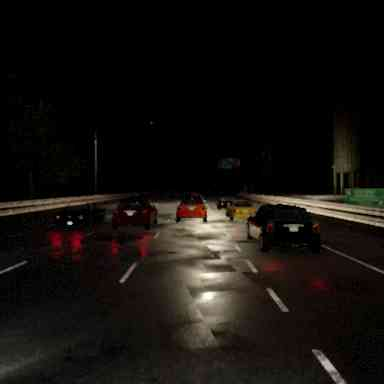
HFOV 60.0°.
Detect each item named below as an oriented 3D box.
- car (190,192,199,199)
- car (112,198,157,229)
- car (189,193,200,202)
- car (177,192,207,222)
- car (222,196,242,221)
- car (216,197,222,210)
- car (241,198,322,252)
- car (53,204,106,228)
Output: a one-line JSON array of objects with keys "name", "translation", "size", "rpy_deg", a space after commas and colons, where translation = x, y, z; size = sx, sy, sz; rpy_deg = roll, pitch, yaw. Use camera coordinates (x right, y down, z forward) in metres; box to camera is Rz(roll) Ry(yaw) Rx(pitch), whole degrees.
[{"name": "car", "translation": [0.535, 0.662, 74.296], "size": [1.812, 1.442, 4.674], "rpy_deg": [0, 1, 1]}, {"name": "car", "translation": [-3.343, 1.186, 20.174], "size": [2.097, 1.767, 4.553], "rpy_deg": [0, 1, 0]}, {"name": "car", "translation": [0.452, 0.869, 58.319], "size": [1.812, 1.442, 4.674], "rpy_deg": [0, 1, 1]}, {"name": "car", "translation": [0.012, 1.130, 24.512], "size": [2.097, 1.767, 4.553], "rpy_deg": [0, 1, 1]}, {"name": "car", "translation": [3.577, 1.231, 24.805], "size": [1.801, 1.575, 5.366], "rpy_deg": [0, 1, 0]}, {"name": "car", "translation": [3.650, 1.183, 35.587], "size": [2.033, 1.411, 5.357], "rpy_deg": [0, 1, 0]}, {"name": "car", "translation": [3.525, 1.269, 13.613], "size": [2.097, 1.767, 4.553], "rpy_deg": [0, 1, 0]}, {"name": "car", "translation": [-6.843, 1.426, 20.896], "size": [1.895, 1.301, 4.718], "rpy_deg": [0, 1, 0]}]
